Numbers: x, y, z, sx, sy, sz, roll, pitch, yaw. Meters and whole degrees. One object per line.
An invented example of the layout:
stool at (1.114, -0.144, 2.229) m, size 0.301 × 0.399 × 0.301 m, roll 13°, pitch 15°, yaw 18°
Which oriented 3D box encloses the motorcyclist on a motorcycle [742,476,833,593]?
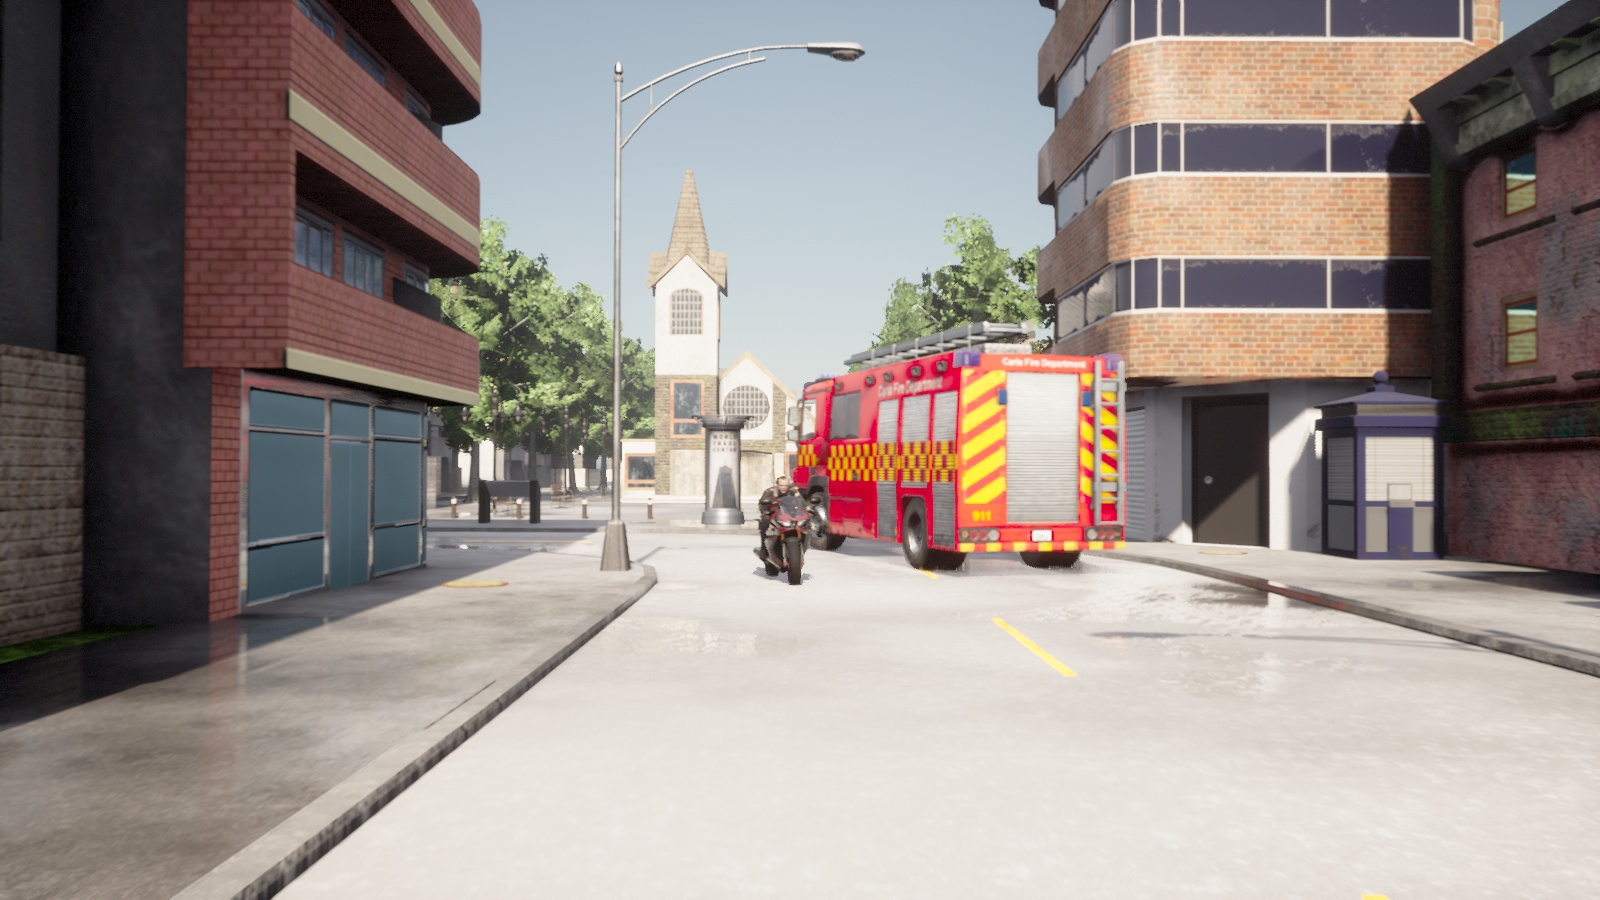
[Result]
motorcyclist on a motorcycle at (-0.218, 1.151, 17.914) m, size 0.866 × 1.530 × 2.191 m, roll -1°, pitch -1°, yaw -12°

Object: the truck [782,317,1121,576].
truck at (2.286, 0.028, 23.030) m, size 2.891 × 3.827 × 8.468 m, roll 0°, pitch -1°, yaw -18°
